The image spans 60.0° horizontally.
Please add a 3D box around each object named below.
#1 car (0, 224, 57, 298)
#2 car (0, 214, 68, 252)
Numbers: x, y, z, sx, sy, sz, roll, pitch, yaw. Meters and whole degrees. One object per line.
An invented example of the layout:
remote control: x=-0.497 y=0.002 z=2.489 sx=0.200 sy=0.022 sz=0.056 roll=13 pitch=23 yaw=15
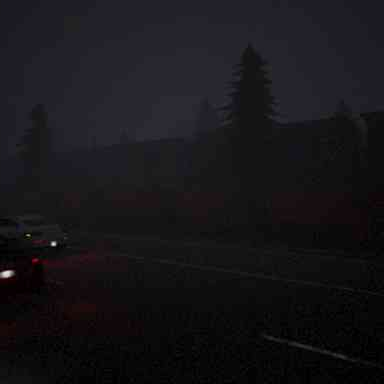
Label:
car: x=-5.327 y=1.622 z=7.789 sx=4.181 sy=1.385 sz=1.994 roll=0 pitch=0 yaw=36
car: x=-6.787 y=1.612 z=13.112 sx=4.674 sy=1.442 sz=1.812 roll=0 pitch=0 yaw=35
